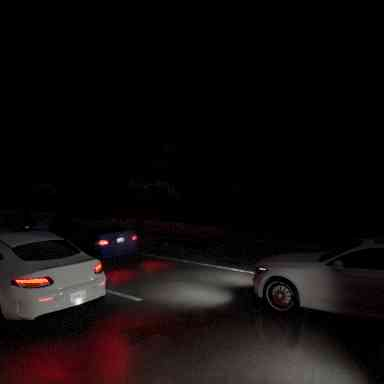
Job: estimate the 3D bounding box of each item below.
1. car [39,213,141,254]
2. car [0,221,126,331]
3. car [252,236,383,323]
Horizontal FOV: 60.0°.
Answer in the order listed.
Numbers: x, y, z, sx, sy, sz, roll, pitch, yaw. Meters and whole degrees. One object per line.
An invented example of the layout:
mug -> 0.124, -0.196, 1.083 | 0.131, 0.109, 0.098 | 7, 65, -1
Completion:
car -> -4.149, 1.431, 11.310 | 5.357, 1.411, 2.033 | 1, 1, 36
car -> -3.677, 1.455, 6.651 | 4.674, 1.442, 1.812 | 1, 1, 36
car -> 3.375, 1.525, 5.885 | 4.674, 1.442, 1.812 | 0, 0, 36
